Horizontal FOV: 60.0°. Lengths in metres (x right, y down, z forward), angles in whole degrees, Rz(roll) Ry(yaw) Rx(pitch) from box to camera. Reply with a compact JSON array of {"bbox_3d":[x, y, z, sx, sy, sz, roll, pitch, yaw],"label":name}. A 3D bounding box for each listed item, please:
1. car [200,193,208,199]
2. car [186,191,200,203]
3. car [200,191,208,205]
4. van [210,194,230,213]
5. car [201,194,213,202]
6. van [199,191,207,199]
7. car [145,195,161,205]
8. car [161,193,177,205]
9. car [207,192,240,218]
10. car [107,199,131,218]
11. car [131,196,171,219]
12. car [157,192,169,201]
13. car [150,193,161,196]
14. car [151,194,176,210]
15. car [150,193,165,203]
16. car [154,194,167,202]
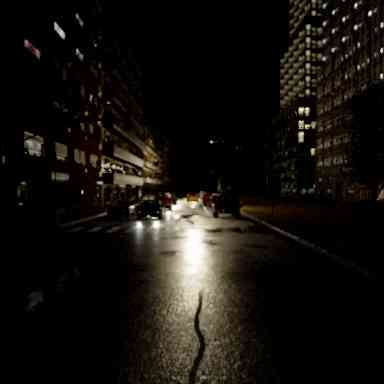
[{"bbox_3d":[2.716,0.931,77.020,1.752,1.417,4.829,0,0,0],"label":"car"},{"bbox_3d":[0.123,1.022,56.126,1.882,1.535,5.008,0,0,0],"label":"car"},{"bbox_3d":[2.706,0.918,49.216,2.192,1.841,5.009,0,0,0],"label":"car"},{"bbox_3d":[2.700,1.068,32.637,1.690,1.788,3.998,0,0,0],"label":"van"},{"bbox_3d":[2.710,1.068,60.271,1.887,1.381,4.507,0,0,0],"label":"car"},{"bbox_3d":[2.718,0.711,82.375,1.690,1.788,3.998,0,0,0],"label":"van"},{"bbox_3d":[-5.674,1.118,49.220,1.887,1.381,4.507,0,0,0],"label":"car"},{"bbox_3d":[-3.072,1.206,46.122,1.895,1.301,4.718,0,0,0],"label":"car"},{"bbox_3d":[2.698,1.086,27.111,2.192,1.841,5.009,0,0,0],"label":"car"},{"bbox_3d":[-5.681,1.293,27.115,2.008,1.369,4.403,0,0,0],"label":"car"},{"bbox_3d":[-3.089,1.306,26.207,2.033,1.411,5.357,0,0,0],"label":"car"},{"bbox_3d":[-5.669,0.895,65.800,1.967,1.590,4.097,0,0,0],"label":"car"},{"bbox_3d":[-5.676,1.165,43.694,2.008,1.369,4.403,0,0,0],"label":"car"},{"bbox_3d":[-3.086,1.206,36.083,1.812,1.442,4.674,0,0,0],"label":"car"},{"bbox_3d":[-5.673,0.974,54.747,1.967,1.590,4.097,0,0,0],"label":"car"},{"bbox_3d":[-5.670,1.076,60.275,1.802,1.307,4.206,0,0,0],"label":"car"}]
